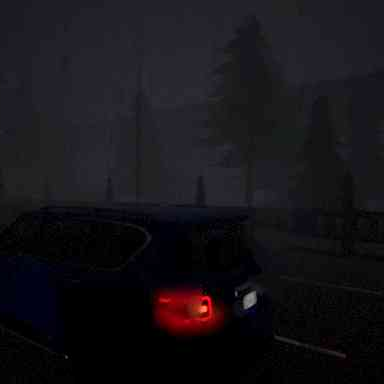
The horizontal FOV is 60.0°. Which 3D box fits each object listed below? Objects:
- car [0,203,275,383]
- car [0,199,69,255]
[{"bbox_3d":[-1.563,1.190,5.072,5.566,2.045,2.150,1,1,36],"label":"car"},{"bbox_3d":[-7.273,1.239,13.472,4.553,1.767,2.097,1,0,36],"label":"car"}]
